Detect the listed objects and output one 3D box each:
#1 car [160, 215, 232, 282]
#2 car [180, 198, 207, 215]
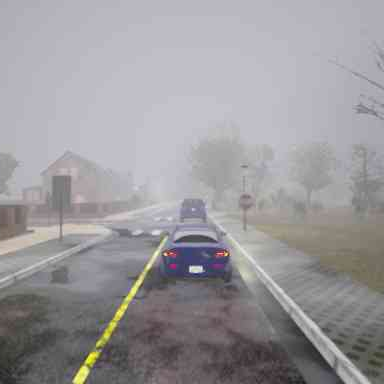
[{"bbox_3d":[0.096,1.631,9.939,1.812,1.442,4.674,0,0,0],"label":"car"},{"bbox_3d":[0.106,1.545,29.036,2.150,2.045,5.566,0,-1,0],"label":"car"}]
